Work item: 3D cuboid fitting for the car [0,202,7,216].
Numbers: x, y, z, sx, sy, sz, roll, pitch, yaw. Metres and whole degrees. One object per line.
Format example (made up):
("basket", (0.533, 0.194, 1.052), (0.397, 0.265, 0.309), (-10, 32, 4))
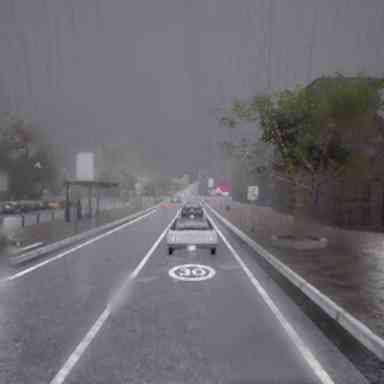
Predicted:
("car", (-22.087, 1.776, 34.556), (4.674, 1.452, 2.002), (0, 0, 0))

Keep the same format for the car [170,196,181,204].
("car", (-3.255, 1.535, 66.012), (2.128, 1.511, 4.902), (0, 1, 1))

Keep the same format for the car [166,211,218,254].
("car", (0.006, 1.712, 14.085), (1.895, 1.301, 4.718), (0, 0, 0))

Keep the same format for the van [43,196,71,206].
("van", (-21.994, 1.650, 53.983), (4.442, 1.987, 1.878), (0, 0, 0))

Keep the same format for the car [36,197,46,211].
("car", (-22.093, 1.796, 42.882), (4.892, 1.521, 2.231), (0, 0, 0))

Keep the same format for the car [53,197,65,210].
("car", (-21.919, 1.832, 48.431), (5.366, 1.575, 1.946), (0, 0, 0))

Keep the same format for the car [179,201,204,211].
("car", (0.013, 1.711, 29.305), (1.837, 1.490, 4.892), (0, 0, 0))

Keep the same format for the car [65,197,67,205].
("car", (-22.138, 1.885, 51.208), (4.792, 1.488, 2.163), (0, 0, 0))

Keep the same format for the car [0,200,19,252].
("car", (-8.955, 1.321, 10.462), (5.566, 2.045, 2.435), (0, 0, 0))

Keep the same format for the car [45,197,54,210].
("car", (-22.131, 1.844, 45.656), (4.792, 1.488, 2.163), (0, 0, 0))

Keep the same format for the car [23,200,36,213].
("car", (-22.102, 1.774, 40.107), (5.008, 1.535, 2.097), (0, 0, 0))

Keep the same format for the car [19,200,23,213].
("car", (-22.124, 1.629, 37.332), (4.553, 1.767, 2.185), (0, 0, 0))
